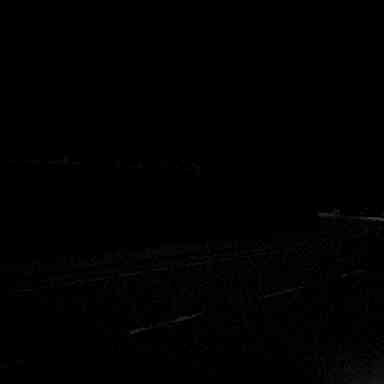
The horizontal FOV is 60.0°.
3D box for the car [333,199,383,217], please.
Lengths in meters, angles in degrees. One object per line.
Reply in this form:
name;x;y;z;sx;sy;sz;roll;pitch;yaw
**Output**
car;15.765;1.486;31.905;1.882;1.535;5.008;0;0;-18
